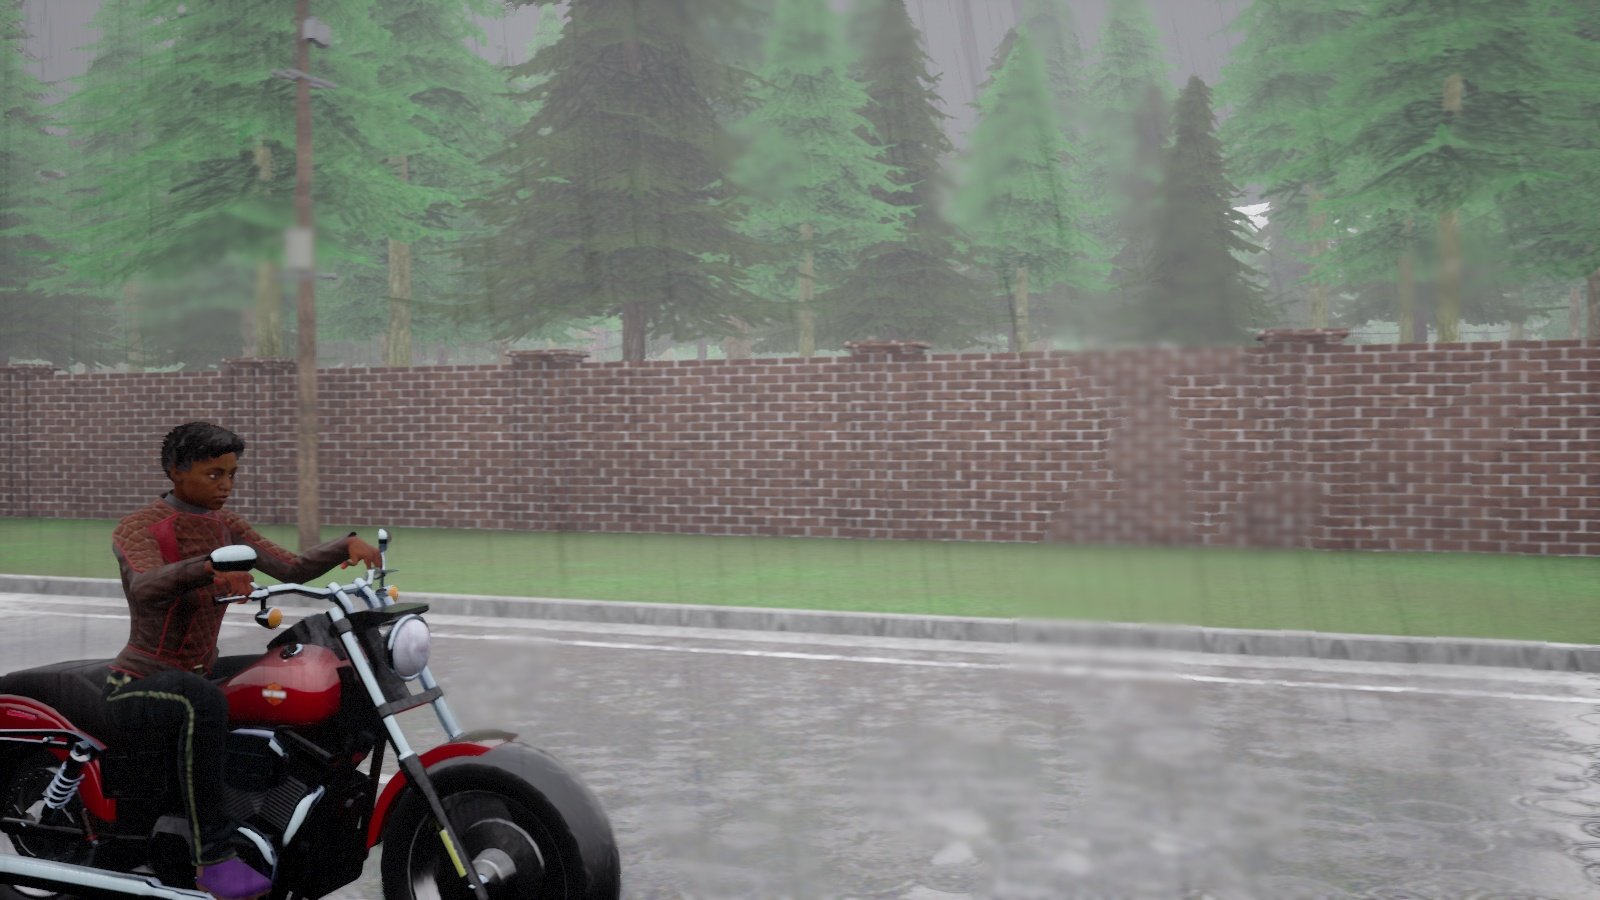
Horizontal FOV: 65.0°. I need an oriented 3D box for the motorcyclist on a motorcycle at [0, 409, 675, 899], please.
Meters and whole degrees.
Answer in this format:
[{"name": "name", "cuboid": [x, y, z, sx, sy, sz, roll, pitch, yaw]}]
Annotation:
[{"name": "motorcyclist on a motorcycle", "cuboid": [-1.610, 0.711, 3.734, 2.350, 1.649, 0.766, 1, 1, 19]}]
